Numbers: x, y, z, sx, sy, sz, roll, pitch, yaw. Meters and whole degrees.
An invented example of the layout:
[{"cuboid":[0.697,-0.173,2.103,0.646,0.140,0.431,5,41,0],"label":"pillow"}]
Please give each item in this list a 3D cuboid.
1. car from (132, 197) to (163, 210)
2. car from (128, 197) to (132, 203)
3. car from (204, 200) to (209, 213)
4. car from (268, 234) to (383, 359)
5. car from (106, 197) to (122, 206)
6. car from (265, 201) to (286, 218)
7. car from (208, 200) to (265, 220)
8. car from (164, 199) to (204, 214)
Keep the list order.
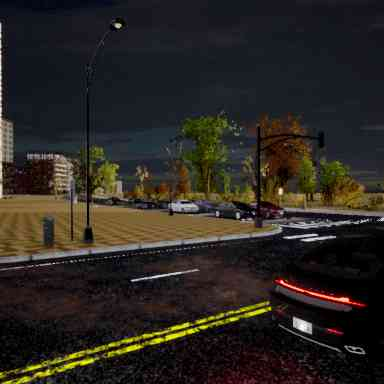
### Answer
[{"cuboid":[-6.189,1.667,45.535,1.994,1.385,4.181,0,0,-31],"label":"car"},{"cuboid":[-11.849,1.681,68.807,1.994,1.385,4.181,0,0,-29],"label":"car"},{"cuboid":[1.511,1.618,39.111,2.033,1.411,5.357,0,0,-32],"label":"car"},{"cuboid":[3.452,1.504,5.733,4.892,1.490,1.837,0,0,-34],"label":"car"},{"cuboid":[-13.768,1.647,58.673,1.837,1.490,4.892,0,0,-30],"label":"car"},{"cuboid":[6.597,1.573,30.849,1.812,1.442,4.674,0,0,-30],"label":"car"},{"cuboid":[3.795,1.564,29.216,1.837,1.490,4.892,0,0,-32],"label":"car"},{"cuboid":[-1.007,1.608,37.004,1.812,1.442,4.674,0,0,-31],"label":"car"}]
